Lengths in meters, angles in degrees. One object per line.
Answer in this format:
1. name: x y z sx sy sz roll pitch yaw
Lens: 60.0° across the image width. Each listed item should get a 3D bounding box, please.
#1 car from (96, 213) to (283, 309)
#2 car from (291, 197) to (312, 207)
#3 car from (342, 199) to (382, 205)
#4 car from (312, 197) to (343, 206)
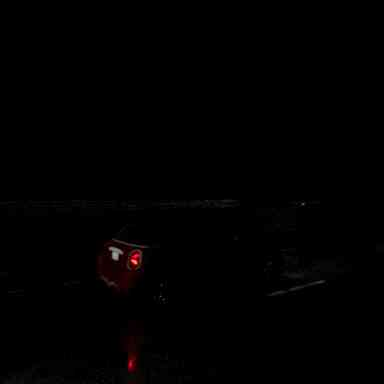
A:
1. car: 0.134 1.350 8.141 4.553 1.767 2.097 0 0 -36
2. car: 13.765 1.340 39.493 4.553 1.767 2.097 0 0 -35
3. car: 18.049 1.537 33.946 5.357 1.411 2.033 0 0 -35
4. car: 15.757 1.500 36.615 4.892 1.490 1.837 1 0 -35
